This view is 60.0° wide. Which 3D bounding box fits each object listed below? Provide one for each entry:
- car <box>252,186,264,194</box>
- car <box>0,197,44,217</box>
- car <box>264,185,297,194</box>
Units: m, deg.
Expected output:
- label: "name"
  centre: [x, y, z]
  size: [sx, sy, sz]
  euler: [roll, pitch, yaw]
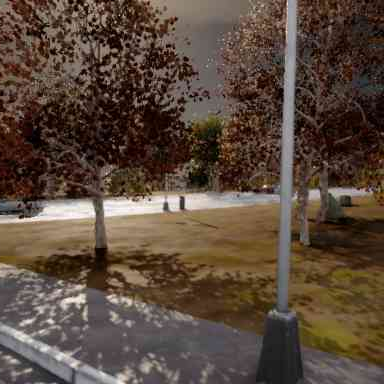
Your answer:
- label: "car"
  centre: [11.816, -0.410, 52.081]
  size: [4.718, 1.301, 1.895]
  euler: [-3, 3, -25]
- label: "car"
  centre: [-12.677, 0.992, 23.257]
  size: [4.181, 1.385, 1.994]
  euler: [-1, 2, -44]
- label: "car"
  centre: [13.320, -0.369, 48.920]
  size: [4.181, 1.385, 1.994]
  euler: [-3, 3, -25]
